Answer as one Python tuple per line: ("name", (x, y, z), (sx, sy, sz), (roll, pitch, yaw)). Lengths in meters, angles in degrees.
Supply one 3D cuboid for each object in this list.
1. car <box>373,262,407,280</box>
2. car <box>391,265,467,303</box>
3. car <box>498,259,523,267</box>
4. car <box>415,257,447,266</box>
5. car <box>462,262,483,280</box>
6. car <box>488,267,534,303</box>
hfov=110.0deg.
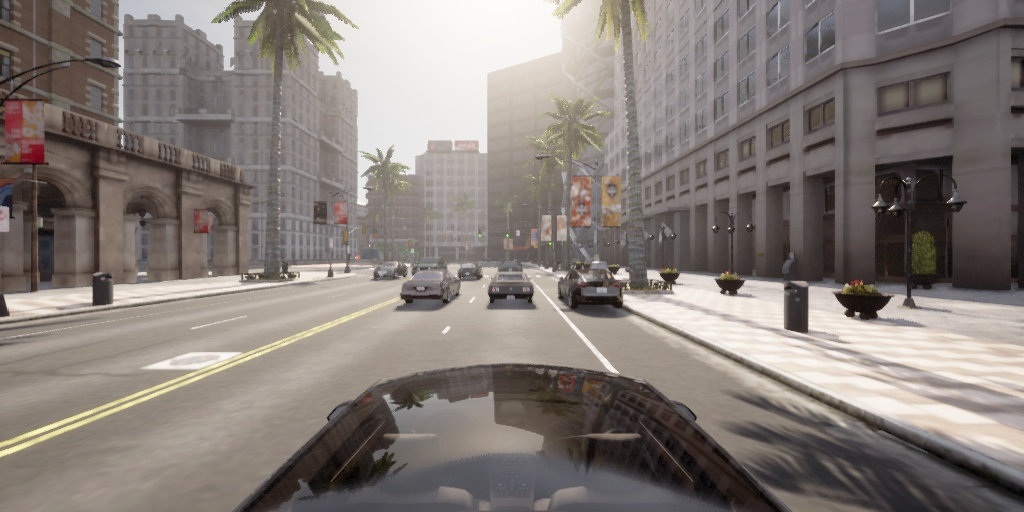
("car", (-10.638, 1.268, 31.665), (2.128, 1.511, 4.902), (0, 0, 0))
("car", (-3.553, 1.310, 16.424), (2.033, 1.411, 5.357), (0, 0, 0))
("car", (-0.137, 1.113, 31.413), (2.097, 1.767, 4.553), (0, 0, 0))
("car", (-7.138, 1.074, 31.654), (2.150, 2.045, 5.566), (0, 0, 0))
("car", (-3.637, 1.280, 31.424), (1.812, 1.442, 4.674), (0, 0, 0))
("car", (-0.054, 1.363, 16.474), (1.895, 1.301, 4.718), (0, 0, 0))
